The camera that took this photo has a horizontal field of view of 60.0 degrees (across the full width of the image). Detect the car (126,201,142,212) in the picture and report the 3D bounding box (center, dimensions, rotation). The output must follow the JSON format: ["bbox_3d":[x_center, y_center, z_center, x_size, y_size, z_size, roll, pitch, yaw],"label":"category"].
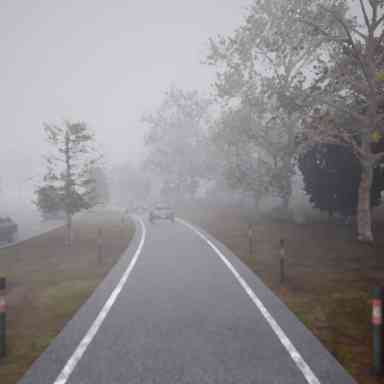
[{"bbox_3d":[-7.152,1.803,42.402,1.895,1.301,4.718,-1,0,-20],"label":"car"}]

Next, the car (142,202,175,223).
[{"bbox_3d":[-2.561,1.577,26.445,2.128,1.511,4.902,0,0,-11],"label":"car"}]

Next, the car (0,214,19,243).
[{"bbox_3d":[-9.663,1.765,15.267,2.231,1.521,4.892,3,-1,-5],"label":"car"}]
